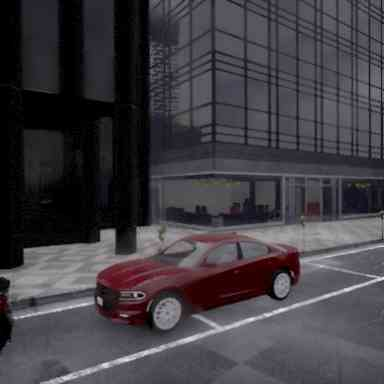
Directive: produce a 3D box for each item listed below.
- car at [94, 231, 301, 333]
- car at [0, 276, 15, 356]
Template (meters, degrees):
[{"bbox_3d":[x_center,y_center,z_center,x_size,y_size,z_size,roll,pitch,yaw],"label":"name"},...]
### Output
[{"bbox_3d":[0.321,1.544,6.767,4.507,1.381,1.887,0,0,-35],"label":"car"},{"bbox_3d":[-4.278,1.566,3.487,4.313,1.339,1.947,0,0,-35],"label":"car"}]
